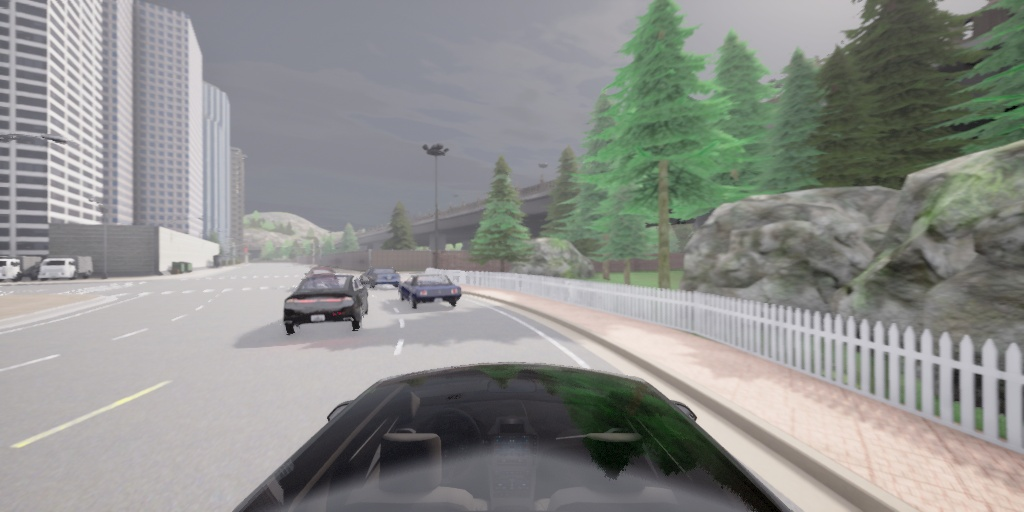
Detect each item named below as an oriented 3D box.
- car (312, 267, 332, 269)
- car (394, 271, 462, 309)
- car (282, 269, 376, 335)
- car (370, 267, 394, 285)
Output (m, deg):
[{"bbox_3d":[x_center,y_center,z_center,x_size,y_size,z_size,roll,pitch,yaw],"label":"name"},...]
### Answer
[{"bbox_3d":[-12.669,1.482,23.857,1.812,1.442,4.674,0,0,-33],"label":"car"},{"bbox_3d":[-3.777,1.446,15.839,1.895,1.301,4.718,0,0,-26],"label":"car"},{"bbox_3d":[-5.554,1.330,11.128,2.128,1.511,4.902,0,0,-19],"label":"car"},{"bbox_3d":[-9.302,1.482,25.248,2.033,1.411,5.357,0,0,-33],"label":"car"}]
